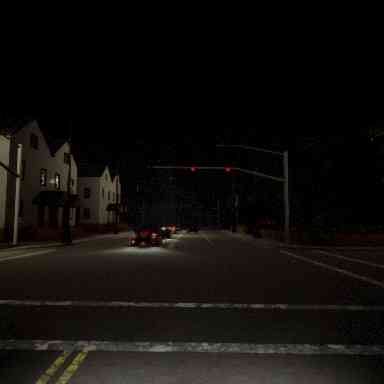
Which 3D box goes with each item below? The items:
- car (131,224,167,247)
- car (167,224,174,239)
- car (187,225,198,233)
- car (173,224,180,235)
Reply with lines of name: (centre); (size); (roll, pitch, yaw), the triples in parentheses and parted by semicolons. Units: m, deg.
car: (-3.609, 3.524, 27.339); (2.097, 1.767, 4.553); (0, -5, 2)
car: (-3.527, 4.772, 38.916); (1.994, 1.385, 4.181); (0, -5, 0)
car: (0.094, 6.472, 57.910); (2.033, 1.411, 5.357); (0, -5, 0)
car: (-3.496, 5.723, 51.908); (2.097, 1.767, 4.553); (0, -5, 0)
